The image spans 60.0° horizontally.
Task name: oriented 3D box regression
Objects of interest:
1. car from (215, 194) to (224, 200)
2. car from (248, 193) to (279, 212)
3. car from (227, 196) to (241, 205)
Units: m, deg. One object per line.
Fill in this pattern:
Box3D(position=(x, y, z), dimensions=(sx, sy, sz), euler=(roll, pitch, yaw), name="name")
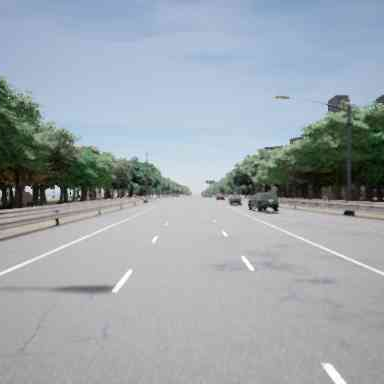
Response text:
Box3D(position=(7.052, 1.218, 85.121), dimensions=(2.097, 1.767, 4.553), euler=(0, 0, 0), name="car")
Box3D(position=(8.016, 1.141, 37.755), dimensions=(2.150, 2.045, 5.566), euler=(0, 0, -7), name="car")
Box3D(position=(6.981, 1.377, 54.787), dimensions=(1.837, 1.490, 4.892), euler=(0, 0, 0), name="car")
